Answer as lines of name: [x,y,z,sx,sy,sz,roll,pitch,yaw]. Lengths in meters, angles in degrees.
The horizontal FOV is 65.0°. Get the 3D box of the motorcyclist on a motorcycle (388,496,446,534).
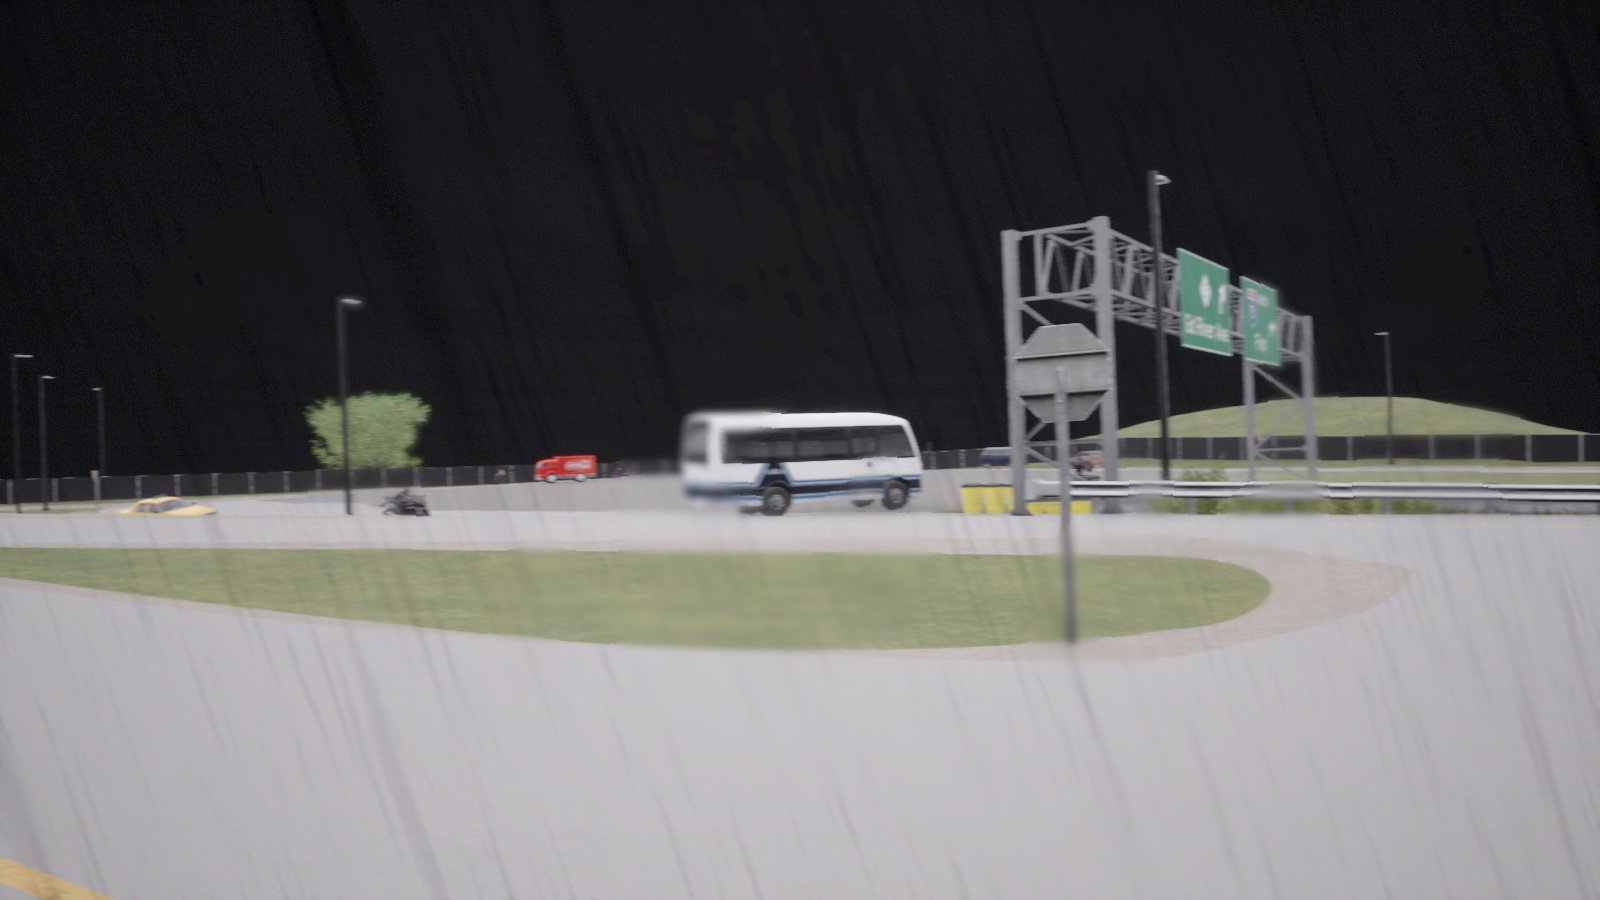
motorcyclist on a motorcycle: [-16.252,2.750,53.239,2.191,1.530,0.866,-3,-1,16]

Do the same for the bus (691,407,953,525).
bus: [1.007,0.555,53.355,10.273,4.253,3.944,-3,1,-26]

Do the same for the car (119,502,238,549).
car: [-26.706,3.234,53.880,5.366,1.575,1.801,-3,9,32]
